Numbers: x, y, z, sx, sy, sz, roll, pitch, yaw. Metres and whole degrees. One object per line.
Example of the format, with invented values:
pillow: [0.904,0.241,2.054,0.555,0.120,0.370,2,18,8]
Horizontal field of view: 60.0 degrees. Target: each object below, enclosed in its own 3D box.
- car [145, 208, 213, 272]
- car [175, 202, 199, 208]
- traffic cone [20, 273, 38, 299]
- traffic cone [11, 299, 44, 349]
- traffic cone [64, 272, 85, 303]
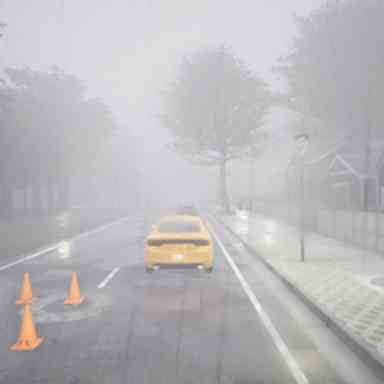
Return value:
car: [-0.368,1.513,10.971,1.882,1.535,5.008,0,0,0]
car: [-0.465,1.588,29.005,2.128,1.511,4.902,0,0,0]
traffic cone: [-3.461,1.986,6.962,0.340,0.580,0.340,0,0,0]
traffic cone: [-2.450,1.977,4.967,0.340,0.580,0.340,0,0,0]
traffic cone: [-2.461,1.984,6.967,0.340,0.580,0.340,0,0,0]
